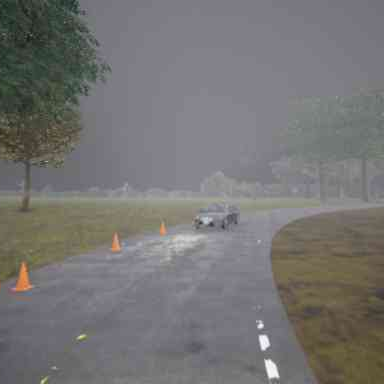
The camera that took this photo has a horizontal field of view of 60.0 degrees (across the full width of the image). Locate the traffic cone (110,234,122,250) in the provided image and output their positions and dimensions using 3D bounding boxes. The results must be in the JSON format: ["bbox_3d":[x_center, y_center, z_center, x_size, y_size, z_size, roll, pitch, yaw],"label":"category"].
[{"bbox_3d":[-2.920,1.893,12.730,0.340,0.580,0.340,0,0,13],"label":"traffic cone"}]

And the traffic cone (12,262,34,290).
[{"bbox_3d":[-3.859,1.906,7.612,0.340,0.580,0.340,0,0,8],"label":"traffic cone"}]

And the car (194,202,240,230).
[{"bbox_3d":[1.662,1.413,20.560,2.128,1.511,4.902,0,0,22],"label":"car"}]
